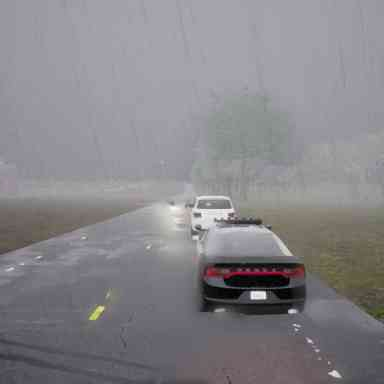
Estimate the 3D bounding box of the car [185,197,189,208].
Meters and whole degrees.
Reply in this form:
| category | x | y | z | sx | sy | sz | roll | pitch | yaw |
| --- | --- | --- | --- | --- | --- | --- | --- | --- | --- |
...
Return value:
| category | x | y | z | sx | sy | sz | roll | pitch | yaw |
| --- | --- | --- | --- | --- | --- | --- | --- | --- | --- |
| car | -0.015 | 1.481 | 45.582 | 2.033 | 1.411 | 5.357 | 0 | 0 | 1 |

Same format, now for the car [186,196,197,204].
| category | x | y | z | sx | sy | sz | roll | pitch | yaw |
| --- | --- | --- | --- | --- | --- | --- | --- | --- | --- |
| car | -0.075 | 1.483 | 60.439 | 1.895 | 1.301 | 4.718 | 0 | 0 | 0 |

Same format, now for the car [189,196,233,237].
| category | x | y | z | sx | sy | sz | roll | pitch | yaw |
| --- | --- | --- | --- | --- | --- | --- | --- | --- | --- |
| car | 1.029 | 1.213 | 17.740 | 2.150 | 2.045 | 5.566 | 0 | 0 | 0 |

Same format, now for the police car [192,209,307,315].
| category | x | y | z | sx | sy | sz | roll | pitch | yaw |
| --- | --- | --- | --- | --- | --- | --- | --- | --- | --- |
| police car | 1.041 | 1.421 | 7.820 | 1.930 | 1.638 | 5.238 | 0 | 0 | 0 |

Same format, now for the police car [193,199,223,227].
| category | x | y | z | sx | sy | sz | roll | pitch | yaw |
| --- | --- | --- | --- | --- | --- | --- | --- | --- | --- |
| police car | 1.021 | 1.408 | 23.822 | 1.930 | 1.638 | 5.238 | 0 | 0 | 0 |

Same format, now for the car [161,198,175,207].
| category | x | y | z | sx | sy | sz | roll | pitch | yaw |
| --- | --- | --- | --- | --- | --- | --- | --- | --- | --- |
| car | -3.563 | 1.521 | 49.936 | 1.895 | 1.301 | 4.718 | 0 | 0 | 0 |
